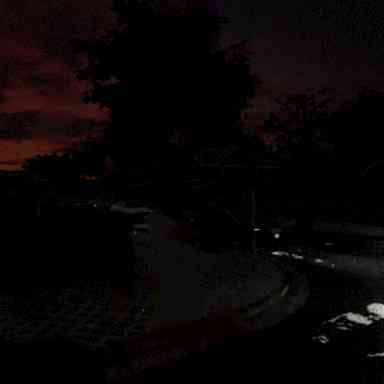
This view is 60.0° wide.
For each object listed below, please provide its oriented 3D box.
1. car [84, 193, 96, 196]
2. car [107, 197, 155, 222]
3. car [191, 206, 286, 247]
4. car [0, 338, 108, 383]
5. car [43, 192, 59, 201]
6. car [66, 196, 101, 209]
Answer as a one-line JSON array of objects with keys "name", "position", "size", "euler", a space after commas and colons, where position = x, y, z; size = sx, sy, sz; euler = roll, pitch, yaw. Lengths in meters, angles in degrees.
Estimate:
[{"name": "car", "position": [-27.212, 0.985, 89.062], "size": [2.097, 1.767, 4.553], "euler": [-1, 0, 5]}, {"name": "car", "position": [-4.343, 1.356, 23.723], "size": [1.812, 1.442, 4.674], "euler": [-1, 1, -34]}, {"name": "car", "position": [1.878, 1.400, 14.787], "size": [2.128, 1.511, 4.902], "euler": [-1, 1, -35]}, {"name": "car", "position": [-2.511, 1.526, 1.160], "size": [4.674, 1.442, 1.812], "euler": [0, 0, -35]}, {"name": "car", "position": [-19.708, 0.794, 46.324], "size": [1.812, 1.442, 4.674], "euler": [-1, 1, -31]}, {"name": "car", "position": [-11.244, 1.354, 33.680], "size": [1.895, 1.301, 4.718], "euler": [-1, 1, -35]}]
